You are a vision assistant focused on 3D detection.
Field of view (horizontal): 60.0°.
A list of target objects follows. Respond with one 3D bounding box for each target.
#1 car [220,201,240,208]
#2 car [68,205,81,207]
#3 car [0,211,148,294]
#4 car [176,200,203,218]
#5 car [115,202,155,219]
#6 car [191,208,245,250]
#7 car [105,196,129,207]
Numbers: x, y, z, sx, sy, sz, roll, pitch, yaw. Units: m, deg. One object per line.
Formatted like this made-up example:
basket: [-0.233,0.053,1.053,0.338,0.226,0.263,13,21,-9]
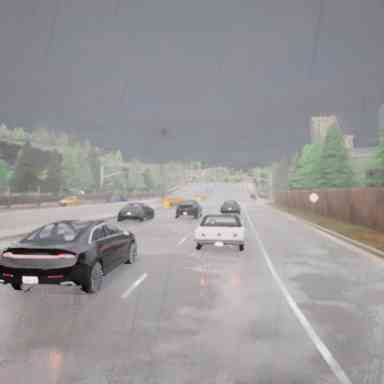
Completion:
car: [3.931,1.589,34.086,1.994,1.385,4.181,0,0,8]
car: [-16.029,1.343,44.532,1.882,1.535,5.008,0,0,8]
car: [-2.848,1.467,8.763,2.128,1.511,4.902,0,0,5]
car: [-0.230,1.497,29.341,1.837,1.490,4.892,0,0,8]
car: [-4.234,1.526,25.781,1.994,1.385,4.181,0,0,8]
car: [1.292,1.608,14.377,1.895,1.301,4.718,0,0,8]
car: [-11.539,1.378,51.369,1.882,1.535,5.008,0,0,8]
